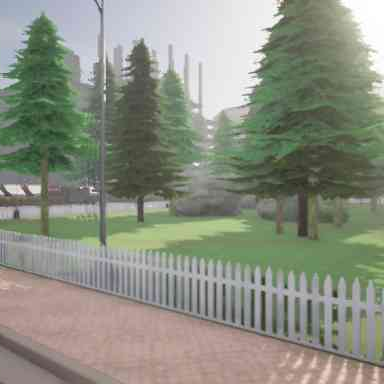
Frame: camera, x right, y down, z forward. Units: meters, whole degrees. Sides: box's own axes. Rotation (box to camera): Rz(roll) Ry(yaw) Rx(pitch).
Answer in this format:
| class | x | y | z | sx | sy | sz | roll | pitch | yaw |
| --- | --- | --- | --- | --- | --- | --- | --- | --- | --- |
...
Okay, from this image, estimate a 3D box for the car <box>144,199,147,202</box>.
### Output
| class | x | y | z | sx | sy | sz | roll | pitch | yaw |
| --- | --- | --- | --- | --- | --- | --- | --- | --- | --- |
| car | -10.212 | 1.355 | 59.802 | 2.097 | 1.767 | 4.553 | 0 | 0 | 35 |
